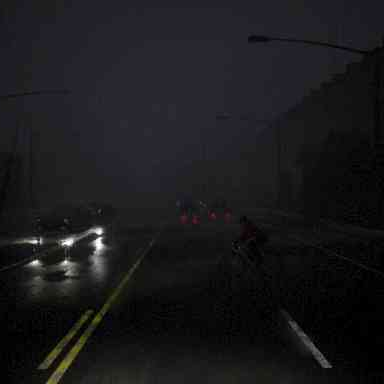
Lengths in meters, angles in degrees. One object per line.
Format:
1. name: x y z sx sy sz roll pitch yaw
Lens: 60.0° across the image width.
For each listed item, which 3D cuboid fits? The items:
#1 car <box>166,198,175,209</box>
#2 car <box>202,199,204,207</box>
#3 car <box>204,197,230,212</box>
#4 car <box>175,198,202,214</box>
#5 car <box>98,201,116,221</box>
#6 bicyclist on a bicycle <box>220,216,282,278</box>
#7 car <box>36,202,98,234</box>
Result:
1. car: -2.143 1.547 46.840 2.033 1.411 5.357 0 0 -21
2. car: 0.954 1.601 47.950 1.895 1.301 4.718 0 0 -20
3. car: 2.944 1.352 38.144 2.097 1.767 4.553 0 0 -4
4. car: -0.408 1.492 35.644 2.128 1.511 4.902 0 0 -3
5. car: -7.250 1.401 25.558 1.895 1.301 4.718 0 0 -1
6. bicyclist on a bicycle: 1.528 1.455 8.681 1.656 1.620 0.582 -2 0 -1
7. car: -7.281 1.477 19.485 1.882 1.535 5.008 0 0 -1
